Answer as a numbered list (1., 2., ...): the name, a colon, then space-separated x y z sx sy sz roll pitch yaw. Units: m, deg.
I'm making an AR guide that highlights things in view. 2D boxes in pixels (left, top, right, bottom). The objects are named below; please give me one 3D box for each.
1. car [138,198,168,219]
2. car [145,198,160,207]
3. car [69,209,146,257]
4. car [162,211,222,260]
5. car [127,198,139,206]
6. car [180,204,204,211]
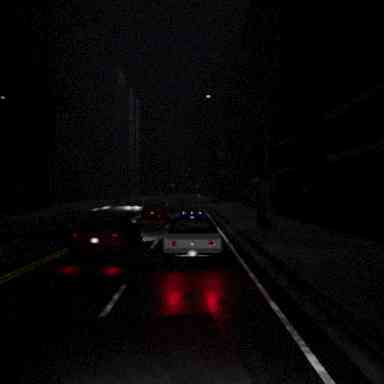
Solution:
1. car: -3.205 1.517 29.285 1.882 1.535 5.008 0 0 0
2. car: -6.562 1.664 55.653 1.994 1.385 4.181 0 0 0
3. car: -3.211 1.579 13.038 1.994 1.385 4.181 0 0 1
4. car: 0.032 1.614 12.483 1.895 1.301 4.718 0 0 1
5. car: -9.803 1.702 56.505 1.895 1.301 4.718 0 0 0
6. car: 0.029 1.637 27.479 1.895 1.301 4.718 0 0 1
